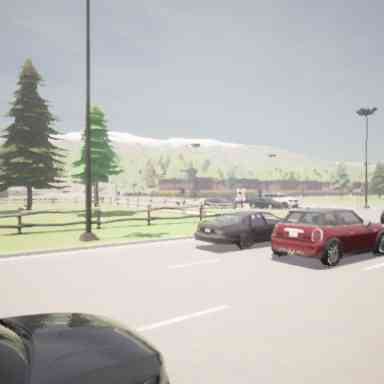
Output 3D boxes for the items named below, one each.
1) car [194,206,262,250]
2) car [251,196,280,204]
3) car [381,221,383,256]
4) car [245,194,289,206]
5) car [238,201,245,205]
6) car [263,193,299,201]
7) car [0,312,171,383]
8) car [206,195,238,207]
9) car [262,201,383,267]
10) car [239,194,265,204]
[{"bbox_3d":[2.640,1.518,14.229,5.357,1.411,2.033,0,0,-36],"label":"car"},{"bbox_3d":[13.675,1.411,62.532,2.033,1.411,5.357,0,0,-35],"label":"car"},{"bbox_3d":[7.181,1.494,8.867,4.674,1.442,1.812,0,0,-35],"label":"car"},{"bbox_3d":[9.414,1.414,42.176,1.837,1.490,4.892,0,0,-35],"label":"car"},{"bbox_3d":[6.293,1.250,52.723,2.097,1.767,4.553,0,0,-35],"label":"car"},{"bbox_3d":[11.809,1.120,44.862,2.150,2.045,5.566,0,0,-35],"label":"car"},{"bbox_3d":[-2.411,1.507,2.028,4.892,1.490,1.837,0,0,-36],"label":"car"},{"bbox_3d":[4.004,1.456,49.881,2.033,1.411,5.357,0,0,-35],"label":"car"},{"bbox_3d":[4.866,1.321,11.517,4.553,1.767,2.097,0,0,-36],"label":"car"},{"bbox_3d":[10.820,1.229,60.507,2.097,1.767,4.553,0,0,-35],"label":"car"}]
